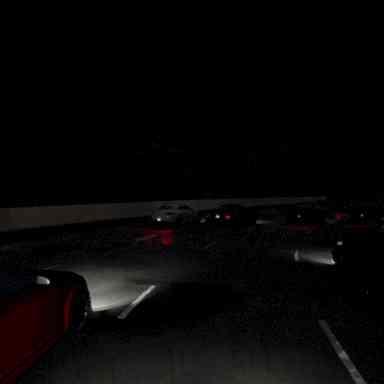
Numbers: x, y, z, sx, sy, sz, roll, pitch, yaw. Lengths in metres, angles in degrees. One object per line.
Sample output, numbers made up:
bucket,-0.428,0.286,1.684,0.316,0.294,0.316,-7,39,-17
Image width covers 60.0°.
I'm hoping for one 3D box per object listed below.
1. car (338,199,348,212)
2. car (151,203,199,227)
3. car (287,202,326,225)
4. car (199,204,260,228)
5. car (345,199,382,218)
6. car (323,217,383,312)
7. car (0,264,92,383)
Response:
car,18.464,1.581,39.064,1.812,1.442,4.674,0,0,35
car,-1.001,1.485,22.749,1.812,1.442,4.674,0,0,27
car,8.564,1.493,24.617,1.882,1.535,5.008,0,0,32
car,2.816,1.531,22.125,2.033,1.411,5.357,0,0,30
car,13.608,1.523,25.947,1.882,1.535,5.008,0,0,34
car,4.564,1.564,7.499,2.033,1.411,5.357,0,0,13
car,-2.849,1.540,4.065,1.994,1.385,4.181,0,0,6
